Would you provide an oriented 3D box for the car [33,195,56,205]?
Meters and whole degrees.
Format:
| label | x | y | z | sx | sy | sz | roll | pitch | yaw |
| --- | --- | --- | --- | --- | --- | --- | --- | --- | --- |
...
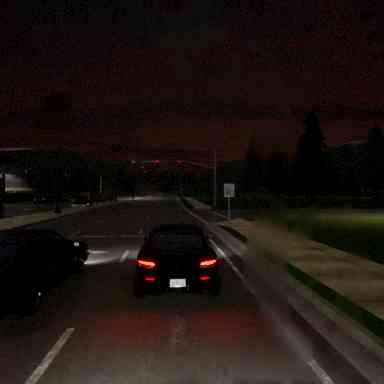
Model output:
| label | x | y | z | sx | sy | sz | roll | pitch | yaw |
| --- | --- | --- | --- | --- | --- | --- | --- | --- | --- |
| car | -26.486 | 1.352 | 59.372 | 2.097 | 1.767 | 4.553 | 0 | 0 | -3 |

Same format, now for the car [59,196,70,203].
| label | x | y | z | sx | sy | sz | roll | pitch | yaw |
| --- | --- | --- | --- | --- | --- | --- | --- | --- | --- |
| car | -26.961 | 1.540 | 69.156 | 2.033 | 1.411 | 5.357 | 0 | 0 | -3 |

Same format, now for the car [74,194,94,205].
| label | x | y | z | sx | sy | sz | roll | pitch | yaw |
| --- | --- | --- | --- | --- | --- | --- | --- | --- | --- |
| car | -19.491 | 1.564 | 59.402 | 1.994 | 1.385 | 4.181 | 0 | 0 | -3 |

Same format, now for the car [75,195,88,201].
| label | x | y | z | sx | sy | sz | roll | pitch | yaw |
| --- | --- | --- | --- | --- | --- | --- | --- | --- | --- |
| car | -27.731 | 1.473 | 83.541 | 1.882 | 1.535 | 5.008 | 0 | 0 | -3 |

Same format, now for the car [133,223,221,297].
| label | x | y | z | sx | sy | sz | roll | pitch | yaw |
| --- | --- | --- | --- | --- | --- | --- | --- | --- | --- |
| car | -0.387 | 1.526 | 8.475 | 1.812 | 1.442 | 4.674 | 0 | 0 | -3 |

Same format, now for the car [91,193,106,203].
| label | x | y | z | sx | sy | sz | roll | pitch | yaw |
| --- | --- | --- | --- | --- | --- | --- | --- | --- | --- |
| car | -19.926 | 1.225 | 68.691 | 2.150 | 2.045 | 5.566 | 0 | 0 | -3 |

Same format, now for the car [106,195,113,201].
| label | x | y | z | sx | sy | sz | roll | pitch | yaw |
| --- | --- | --- | --- | --- | --- | --- | --- | --- | --- |
| car | -20.635 | 1.522 | 81.932 | 2.128 | 1.511 | 4.902 | 0 | 0 | -3 |

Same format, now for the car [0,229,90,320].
| label | x | y | z | sx | sy | sz | roll | pitch | yaw |
| --- | --- | --- | --- | --- | --- | --- | --- | --- | --- |
| car | -3.836 | 1.547 | 7.401 | 2.033 | 1.411 | 5.357 | 0 | 0 | -3 |

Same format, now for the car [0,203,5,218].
| label | x | y | z | sx | sy | sz | roll | pitch | yaw |
| --- | --- | --- | --- | --- | --- | --- | --- | --- | --- |
| car | -17.030 | 1.352 | 26.810 | 2.097 | 1.767 | 4.553 | 0 | 0 | -5 |
